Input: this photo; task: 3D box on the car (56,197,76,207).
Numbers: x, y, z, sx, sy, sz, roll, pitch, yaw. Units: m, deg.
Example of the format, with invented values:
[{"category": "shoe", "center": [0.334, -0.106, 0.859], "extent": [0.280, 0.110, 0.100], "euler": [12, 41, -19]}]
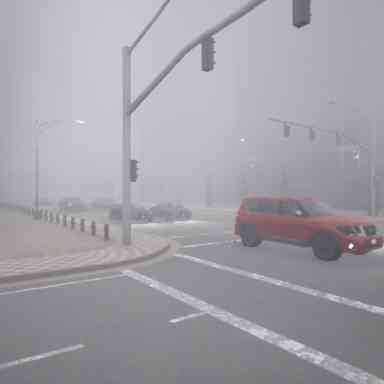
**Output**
[{"category": "car", "center": [-19.962, 1.549, 52.485], "extent": [1.994, 1.385, 4.181], "euler": [0, 0, -35]}]

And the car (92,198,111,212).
[{"category": "car", "center": [-10.123, 1.419, 38.258], "extent": [1.882, 1.535, 5.008], "euler": [0, 0, -35]}]

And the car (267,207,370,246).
[{"category": "car", "center": [5.881, 1.529, 15.904], "extent": [1.994, 1.385, 4.181], "euler": [0, 0, -36]}]

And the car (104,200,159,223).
[{"category": "car", "center": [-4.494, 1.506, 24.194], "extent": [1.994, 1.385, 4.181], "euler": [0, 0, -36]}]

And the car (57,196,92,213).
[{"category": "car", "center": [-12.959, 1.294, 36.207], "extent": [2.097, 1.767, 4.553], "euler": [0, 0, -35]}]

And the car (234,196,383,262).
[{"category": "car", "center": [4.000, 1.195, 12.548], "extent": [2.150, 2.045, 5.566], "euler": [0, 0, -37]}]

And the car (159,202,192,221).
[{"category": "car", "center": [-1.786, 1.505, 26.419], "extent": [1.994, 1.385, 4.181], "euler": [0, 0, -35]}]

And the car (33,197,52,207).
[{"category": "car", "center": [-22.411, 1.507, 49.868], "extent": [1.994, 1.385, 4.181], "euler": [0, 0, -35]}]
